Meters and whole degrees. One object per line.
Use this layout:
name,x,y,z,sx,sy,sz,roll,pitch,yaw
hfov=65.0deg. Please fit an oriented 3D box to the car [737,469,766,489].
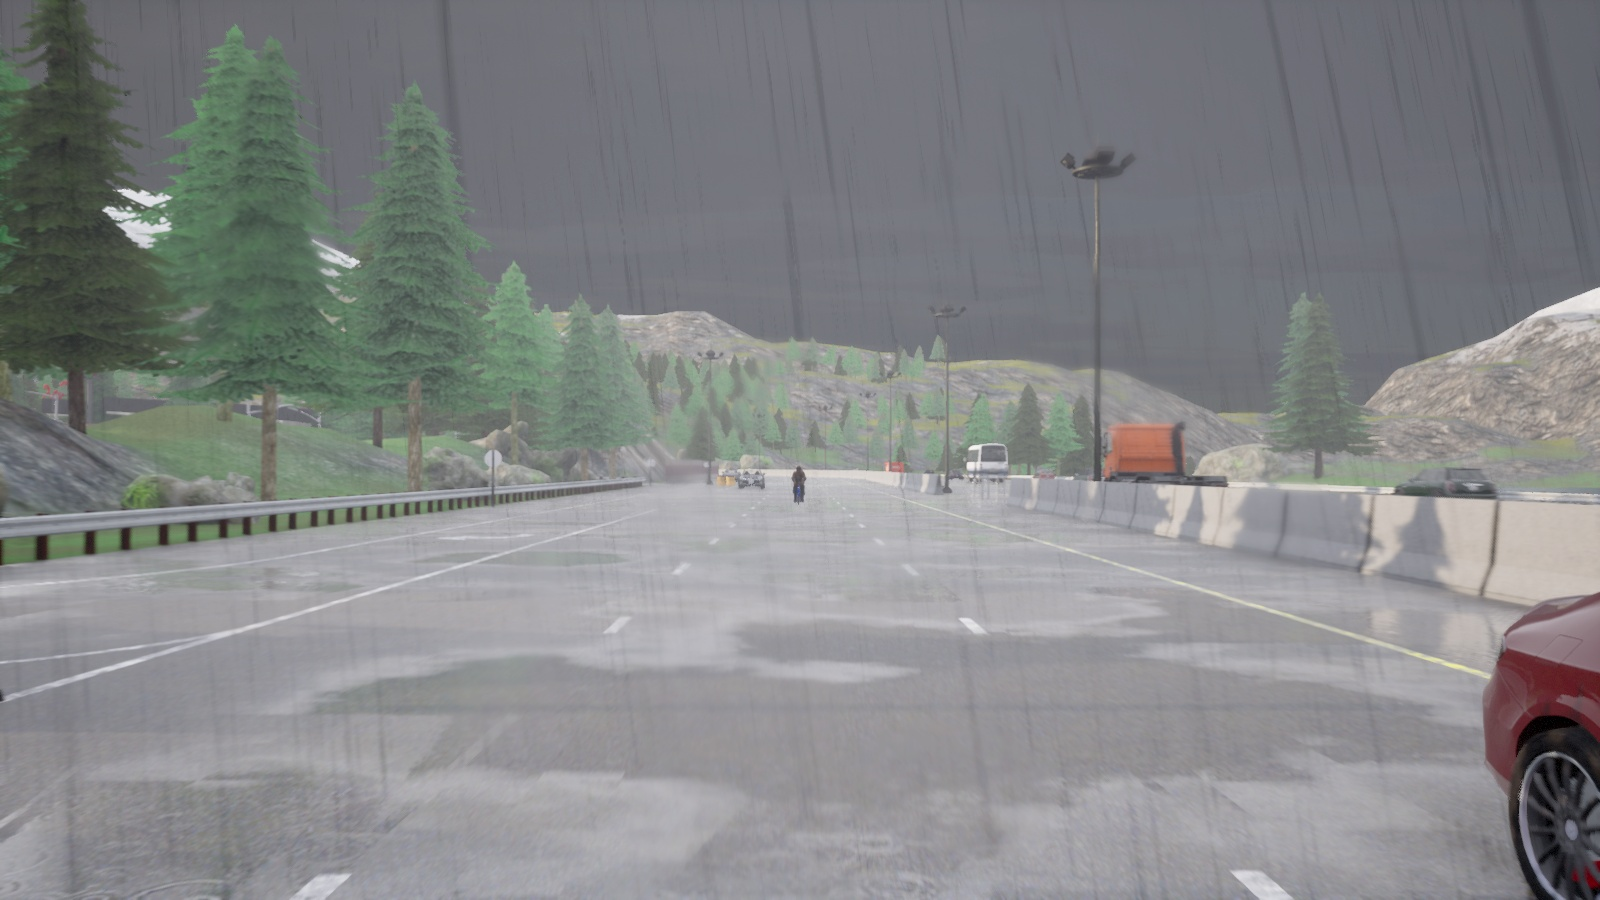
car,-3.526,2.127,92.222,1.970,1.475,3.806,0,-1,0

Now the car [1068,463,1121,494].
car,17.467,1.683,74.754,2.097,1.767,4.553,0,-1,0

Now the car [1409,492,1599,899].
car,3.493,0.866,2.972,1.812,1.442,4.674,0,-1,0

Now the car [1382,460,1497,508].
car,24.455,1.271,48.228,2.097,1.767,4.553,0,-1,0

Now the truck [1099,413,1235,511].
truck,13.951,0.476,48.491,2.891,3.462,7.936,0,-1,0
